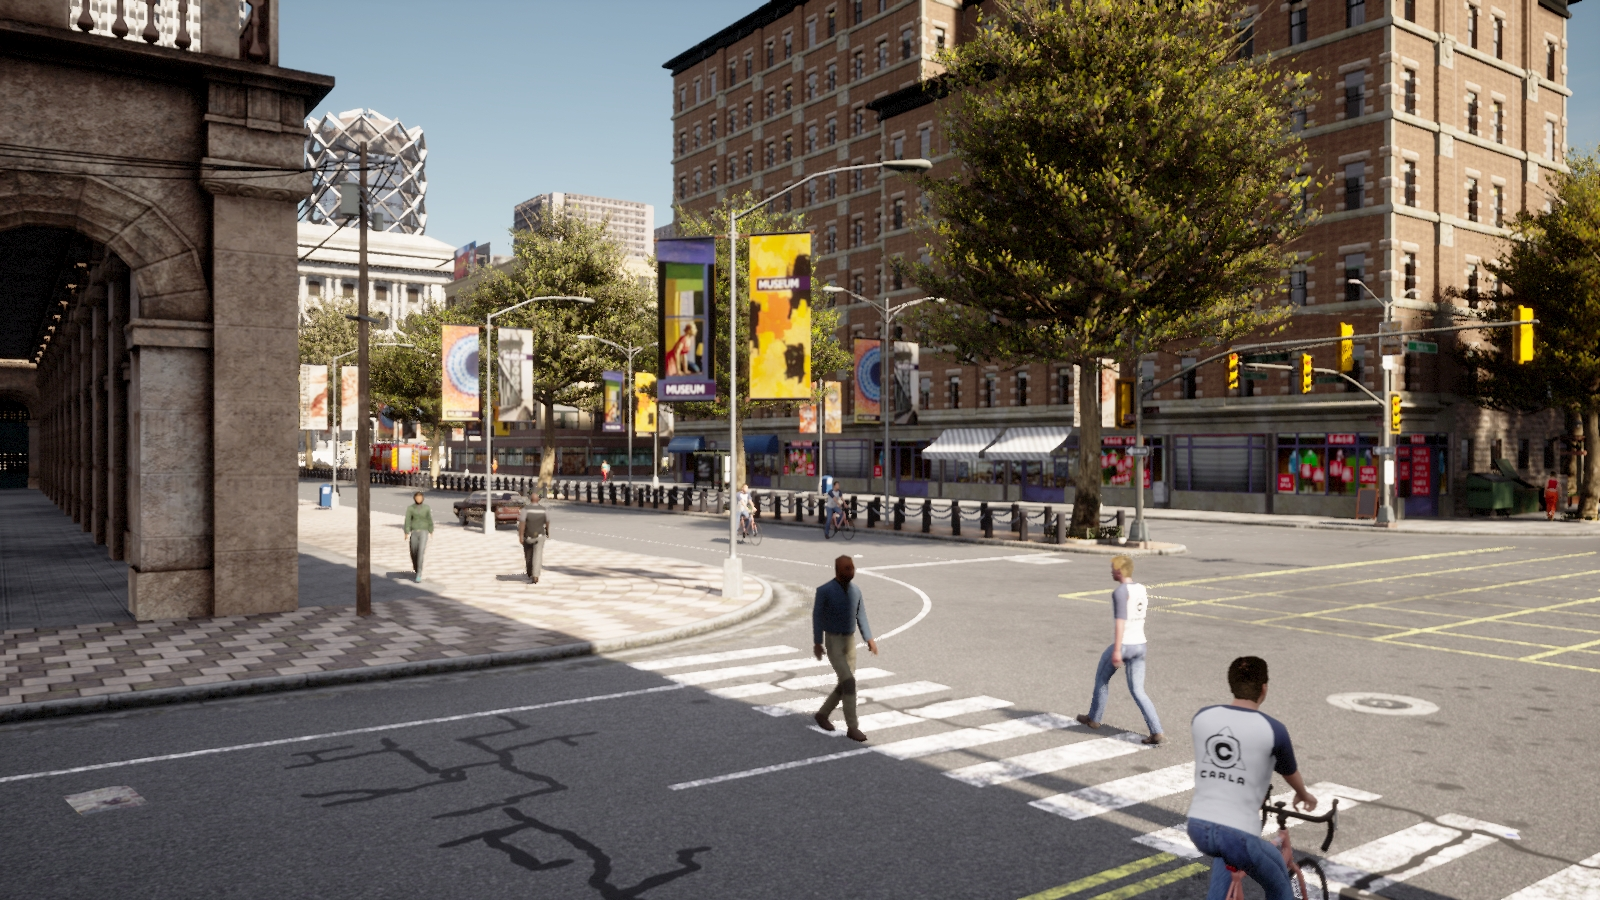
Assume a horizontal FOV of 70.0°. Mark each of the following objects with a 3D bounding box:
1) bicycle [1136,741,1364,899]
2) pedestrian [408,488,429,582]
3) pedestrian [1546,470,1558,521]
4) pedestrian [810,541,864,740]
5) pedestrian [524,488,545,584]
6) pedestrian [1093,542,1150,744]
[{"bbox_3d":[2.253,2.203,5.618,1.643,1.196,0.373,1,0,-43],"label":"bicycle"},{"bbox_3d":[-7.638,1.692,22.887,0.375,1.860,0.375,0,0,-17],"label":"pedestrian"},{"bbox_3d":[27.620,1.671,41.972,0.375,1.860,0.375,0,0,34],"label":"pedestrian"},{"bbox_3d":[0.365,1.844,11.176,0.375,1.860,0.375,0,0,-37],"label":"pedestrian"},{"bbox_3d":[-5.262,1.691,22.652,0.375,1.860,0.375,0,0,-18],"label":"pedestrian"},{"bbox_3d":[3.099,1.843,11.028,0.375,1.860,0.375,0,0,-36],"label":"pedestrian"}]
